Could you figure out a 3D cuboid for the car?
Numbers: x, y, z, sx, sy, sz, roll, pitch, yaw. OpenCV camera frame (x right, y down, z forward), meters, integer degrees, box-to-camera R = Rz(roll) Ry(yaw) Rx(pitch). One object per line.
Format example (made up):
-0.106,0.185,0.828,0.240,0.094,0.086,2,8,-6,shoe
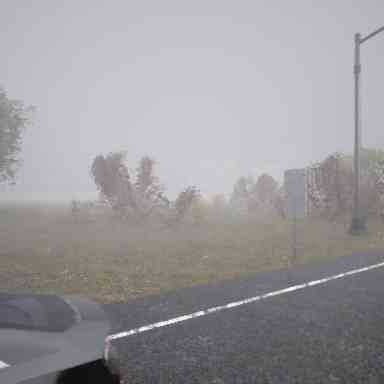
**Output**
-2.854,1.495,1.968,4.902,1.511,2.128,0,0,-35,car
